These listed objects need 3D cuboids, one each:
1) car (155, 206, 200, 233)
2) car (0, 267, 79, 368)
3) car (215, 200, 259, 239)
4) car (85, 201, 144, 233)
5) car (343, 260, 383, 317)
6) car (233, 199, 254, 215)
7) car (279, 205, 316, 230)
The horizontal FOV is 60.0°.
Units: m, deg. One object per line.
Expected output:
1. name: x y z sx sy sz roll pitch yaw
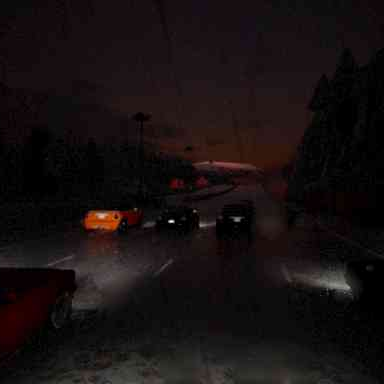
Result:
1. car: -0.757 1.535 19.628 1.994 1.385 4.181 0 0 10
2. car: -3.095 1.584 3.921 1.895 1.301 4.718 0 0 4
3. car: 2.455 1.338 17.642 2.097 1.767 4.553 0 0 10
4. car: -4.346 1.310 19.388 2.097 1.767 4.553 0 0 10
5. car: 3.947 1.556 4.728 2.033 1.411 5.357 0 0 6
6. car: 5.528 1.519 35.217 2.033 1.411 5.357 0 0 10
7. car: 6.625 1.522 21.193 1.812 1.442 4.674 0 0 10
